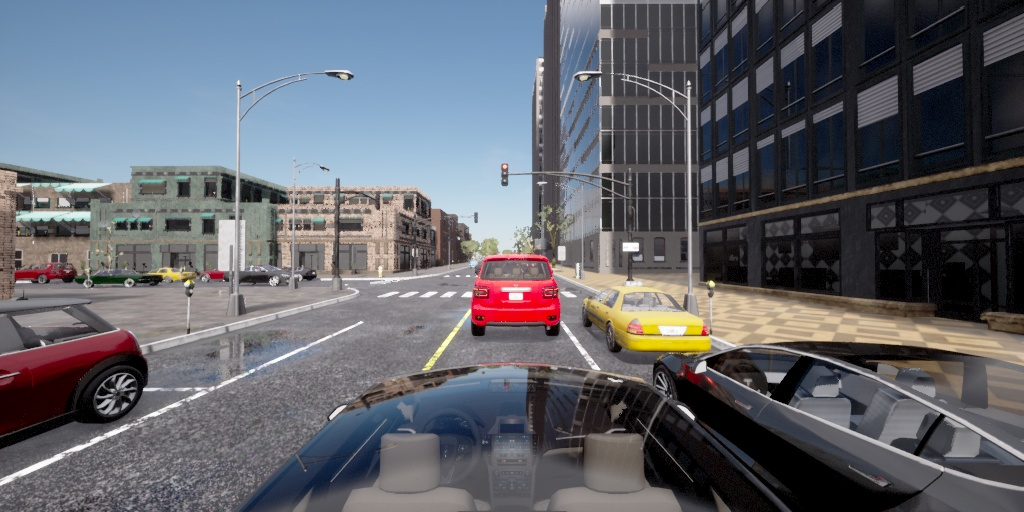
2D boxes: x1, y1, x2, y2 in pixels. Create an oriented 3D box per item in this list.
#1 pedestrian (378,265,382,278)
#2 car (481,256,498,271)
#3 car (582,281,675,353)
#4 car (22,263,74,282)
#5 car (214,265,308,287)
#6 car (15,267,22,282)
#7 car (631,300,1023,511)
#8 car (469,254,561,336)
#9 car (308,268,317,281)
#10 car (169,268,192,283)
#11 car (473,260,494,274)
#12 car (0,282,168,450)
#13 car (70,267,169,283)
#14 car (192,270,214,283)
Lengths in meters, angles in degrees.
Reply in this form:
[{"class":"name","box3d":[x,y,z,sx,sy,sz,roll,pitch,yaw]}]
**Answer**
[{"class":"pedestrian","box3d":[-12.611,1.398,34.365,0.375,1.300,0.375,0,0,1]},{"class":"car","box3d":[-3.191,0.986,52.610,2.150,2.045,5.566,0,0,0]},{"class":"car","box3d":[2.814,1.277,8.628,1.751,1.417,4.829,0,0,0]},{"class":"car","box3d":[-41.664,1.522,31.723,5.009,1.841,2.192,0,0,1]},{"class":"car","box3d":[-17.885,1.381,25.703,4.902,1.511,2.128,-1,-1,2]},{"class":"car","box3d":[-39.266,1.599,25.929,4.892,1.490,1.837,-1,-1,1]},{"class":"car","box3d":[2.656,1.316,2.815,1.948,1.339,4.313,0,0,0]},{"class":"car","box3d":[0.082,0.975,10.503,2.150,2.045,5.566,0,0,0]},{"class":"car","box3d":[-19.473,1.561,31.485,4.313,1.339,1.948,0,0,1]},{"class":"car","box3d":[-30.738,1.627,31.606,4.829,1.417,1.751,0,0,1]},{"class":"car","box3d":[-3.239,1.270,41.483,1.837,1.490,4.892,0,-1,2]},{"class":"car","box3d":[-5.692,1.190,2.852,1.967,1.591,4.097,0,0,0]},{"class":"car","box3d":[-28.088,1.587,25.794,4.718,1.301,1.895,-1,-1,1]},{"class":"car","box3d":[-25.020,1.488,31.545,4.097,1.591,1.967,0,0,1]}]
